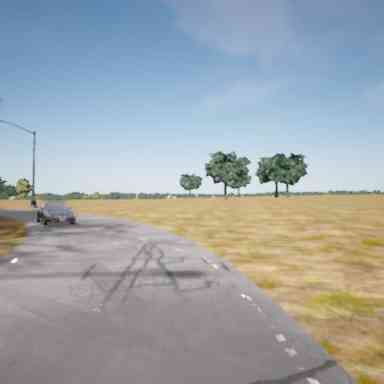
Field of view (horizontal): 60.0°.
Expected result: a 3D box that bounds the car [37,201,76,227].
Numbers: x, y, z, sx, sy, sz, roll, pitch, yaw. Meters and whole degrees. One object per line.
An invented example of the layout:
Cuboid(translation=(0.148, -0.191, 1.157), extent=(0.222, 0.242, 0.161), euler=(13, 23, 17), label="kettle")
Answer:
Cuboid(translation=(-8.880, 1.343, 21.601), extent=(1.812, 1.442, 4.674), euler=(1, 0, -32), label="car")
